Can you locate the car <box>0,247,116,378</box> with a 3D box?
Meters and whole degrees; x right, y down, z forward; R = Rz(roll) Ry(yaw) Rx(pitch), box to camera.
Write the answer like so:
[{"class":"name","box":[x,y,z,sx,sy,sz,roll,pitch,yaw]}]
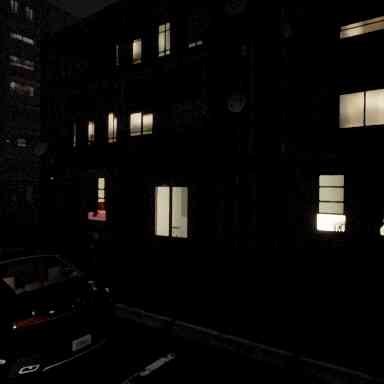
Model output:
[{"class":"car","box":[-3.084,1.549,5.215,4.403,1.369,2.008,0,1,36]}]
